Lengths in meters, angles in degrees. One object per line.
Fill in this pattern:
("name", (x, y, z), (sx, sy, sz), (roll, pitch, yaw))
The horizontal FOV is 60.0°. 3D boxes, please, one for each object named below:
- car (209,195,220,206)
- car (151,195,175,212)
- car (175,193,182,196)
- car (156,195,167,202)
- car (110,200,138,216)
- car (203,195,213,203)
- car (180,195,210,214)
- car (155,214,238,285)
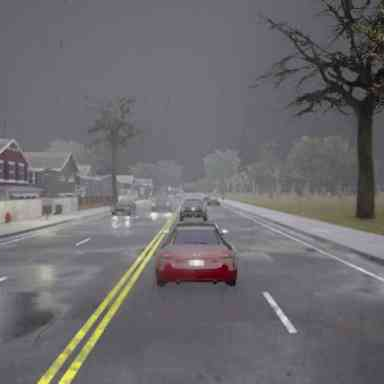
("car", (3.353, 1.471, 53.326), (1.812, 1.442, 4.674), (0, 0, 0))
("car", (-3.338, 1.317, 37.398), (2.097, 1.767, 4.553), (0, 0, 0))
("car", (-3.248, 0.973, 78.799), (2.097, 1.767, 4.553), (0, 0, 0))
("car", (-6.499, 1.439, 71.115), (1.994, 1.385, 4.181), (0, 0, 0))
("car", (-6.597, 1.518, 32.991), (2.033, 1.411, 5.357), (0, 0, 0))
("car", (3.252, 1.425, 69.911), (1.837, 1.490, 4.892), (0, 0, 0))
("car", (0.101, 1.329, 27.142), (2.097, 1.767, 4.553), (0, 0, 0))
("car", (0.101, 1.556, 9.447), (1.994, 1.385, 4.181), (0, 0, 0))
